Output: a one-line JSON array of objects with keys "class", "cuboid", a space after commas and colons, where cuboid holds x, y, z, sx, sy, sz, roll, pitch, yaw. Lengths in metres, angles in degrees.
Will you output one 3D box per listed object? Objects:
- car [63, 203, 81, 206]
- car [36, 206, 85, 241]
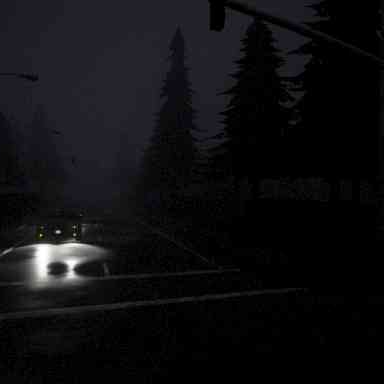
[{"class": "car", "cuboid": [-9.726, 1.629, 26.928, 2.033, 1.411, 5.357, 1, 0, -17]}, {"class": "car", "cuboid": [-6.671, 1.639, 17.012, 1.994, 1.385, 4.181, 1, 0, -17]}]
